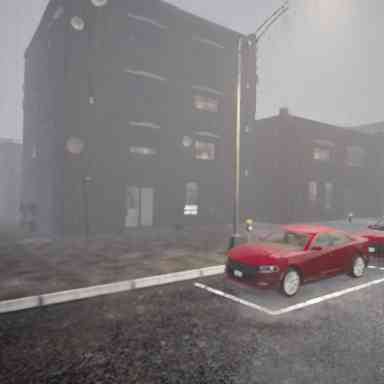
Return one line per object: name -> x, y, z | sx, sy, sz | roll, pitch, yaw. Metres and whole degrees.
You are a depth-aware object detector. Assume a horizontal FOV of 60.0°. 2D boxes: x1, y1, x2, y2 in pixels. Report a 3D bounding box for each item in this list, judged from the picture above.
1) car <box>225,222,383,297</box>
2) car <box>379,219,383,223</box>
car -> 2.862, 1.569, 8.678 | 4.507, 1.381, 1.887 | 0, 1, -35
car -> 7.532, 1.587, 11.915 | 4.507, 1.381, 1.887 | 0, 1, -35
